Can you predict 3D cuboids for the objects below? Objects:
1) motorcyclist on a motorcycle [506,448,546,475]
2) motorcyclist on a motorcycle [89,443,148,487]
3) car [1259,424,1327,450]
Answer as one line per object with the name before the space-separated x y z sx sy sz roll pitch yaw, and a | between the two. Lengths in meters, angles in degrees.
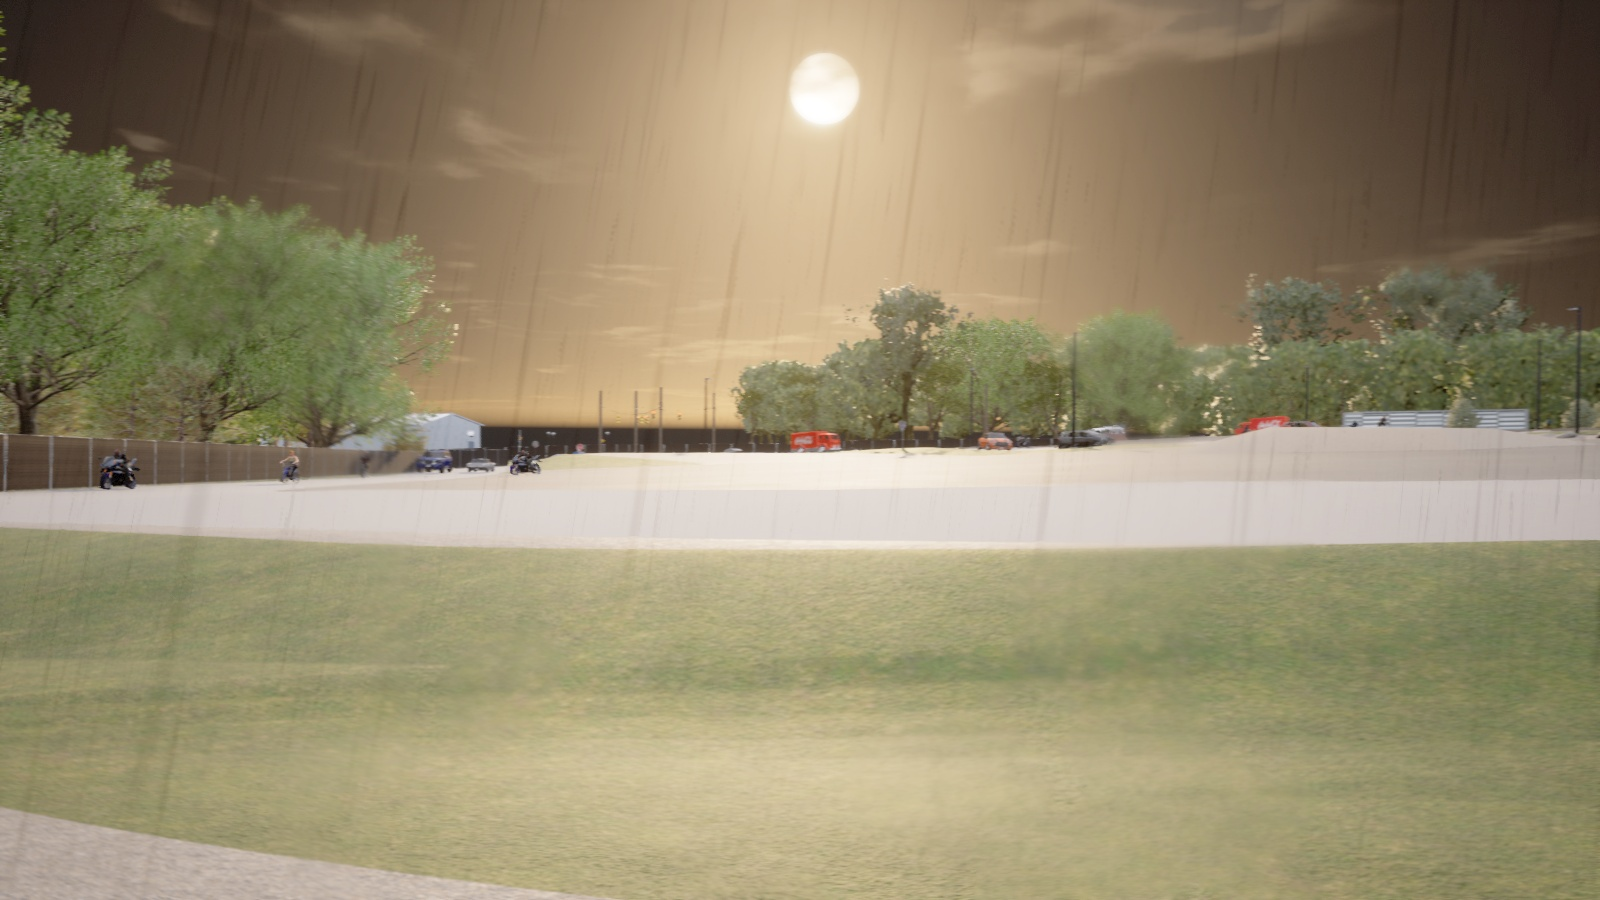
motorcyclist on a motorcycle | -16.407 0.663 75.248 0.866 1.530 2.191 -2 0 42
motorcyclist on a motorcycle | -25.008 0.551 46.105 0.866 1.530 2.191 1 -1 2
car | 31.648 -0.810 80.611 3.633 1.501 1.845 -1 2 37
